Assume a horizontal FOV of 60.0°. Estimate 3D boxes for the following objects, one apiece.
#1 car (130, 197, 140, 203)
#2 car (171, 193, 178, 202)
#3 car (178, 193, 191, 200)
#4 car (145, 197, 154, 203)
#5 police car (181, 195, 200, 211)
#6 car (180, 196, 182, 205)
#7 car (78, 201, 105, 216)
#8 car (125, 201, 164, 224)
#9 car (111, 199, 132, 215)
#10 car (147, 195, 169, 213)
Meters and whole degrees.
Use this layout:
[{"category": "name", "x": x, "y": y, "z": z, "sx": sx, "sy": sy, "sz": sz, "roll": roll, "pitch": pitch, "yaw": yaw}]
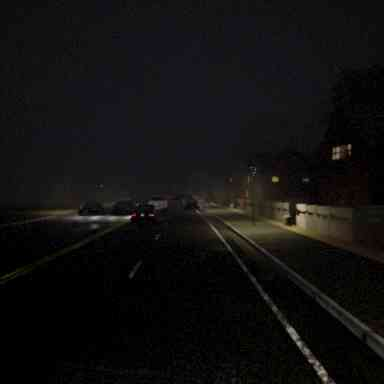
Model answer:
[{"category": "car", "x": -12.941, "y": 1.811, "z": 76.218, "sx": 1.895, "sy": 1.301, "sz": 4.718, "roll": 0, "pitch": 0, "yaw": -5}, {"category": "car", "x": -3.251, "y": 1.359, "z": 77.873, "sx": 2.150, "sy": 2.045, "sz": 5.566, "roll": 0, "pitch": 0, "yaw": -5}, {"category": "car", "x": -0.949, "y": 1.457, "z": 59.608, "sx": 2.150, "sy": 2.045, "sz": 5.566, "roll": 0, "pitch": 0, "yaw": -4}, {"category": "car", "x": -9.702, "y": 1.801, "z": 76.494, "sx": 1.895, "sy": 1.301, "sz": 4.718, "roll": 0, "pitch": 0, "yaw": -5}, {"category": "police car", "x": -0.049, "y": 1.588, "z": 43.608, "sx": 1.930, "sy": 1.638, "sz": 5.238, "roll": 0, "pitch": 0, "yaw": -3}, {"category": "car", "x": -0.575, "y": 1.731, "z": 53.550, "sx": 1.812, "sy": 1.442, "sz": 4.674, "roll": 0, "pitch": 0, "yaw": -3}, {"category": "car", "x": -10.526, "y": 1.676, "z": 35.111, "sx": 1.812, "sy": 1.442, "sz": 4.674, "roll": 0, "pitch": 0, "yaw": -2}, {"category": "car", "x": -3.508, "y": 1.643, "z": 25.527, "sx": 2.033, "sy": 1.411, "sz": 5.357, "roll": 0, "pitch": 0, "yaw": -2}, {"category": "car", "x": -7.292, "y": 1.624, "z": 35.583, "sx": 1.882, "sy": 1.535, "sz": 5.008, "roll": 0, "pitch": 0, "yaw": -2}, {"category": "car", "x": -4.036, "y": 1.381, "z": 40.107, "sx": 2.150, "sy": 2.045, "sz": 5.566, "roll": 0, "pitch": 0, "yaw": -2}]
